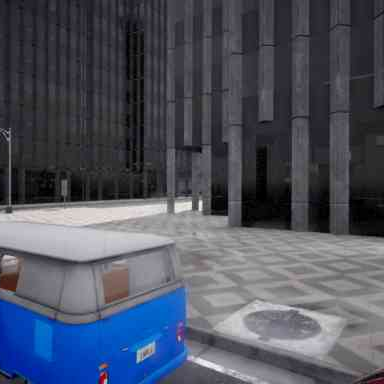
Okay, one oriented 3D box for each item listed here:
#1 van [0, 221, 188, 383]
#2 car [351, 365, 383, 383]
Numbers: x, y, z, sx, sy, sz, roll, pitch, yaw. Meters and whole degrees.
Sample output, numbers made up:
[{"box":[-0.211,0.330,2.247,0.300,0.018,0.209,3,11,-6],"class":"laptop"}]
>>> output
[{"box":[-1.957,1.341,4.357,3.998,1.788,1.690,0,0,35],"class":"van"},{"box":[2.543,1.440,1.153,4.097,1.590,1.967,0,0,35],"class":"car"}]
